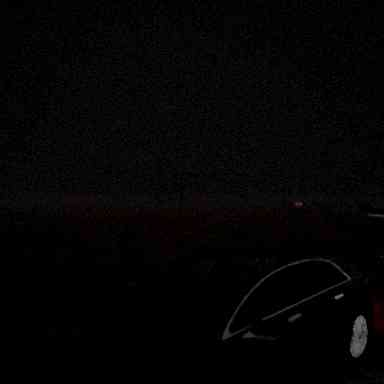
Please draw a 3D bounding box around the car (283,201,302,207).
[{"bbox_3d":[22.445,2.596,74.892,1.895,1.301,4.718,2,-2,-22],"label":"car"}]

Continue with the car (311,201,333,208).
[{"bbox_3d":[25.286,2.452,64.946,1.895,1.301,4.718,2,-1,-13],"label":"car"}]

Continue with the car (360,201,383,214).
[{"bbox_3d":[22.327,1.895,40.864,1.882,1.535,5.008,2,-1,10],"label":"car"}]

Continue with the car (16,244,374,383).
[{"bbox_3d":[0.545,1.504,4.136,4.892,1.490,1.837,0,0,-40],"label":"car"}]
